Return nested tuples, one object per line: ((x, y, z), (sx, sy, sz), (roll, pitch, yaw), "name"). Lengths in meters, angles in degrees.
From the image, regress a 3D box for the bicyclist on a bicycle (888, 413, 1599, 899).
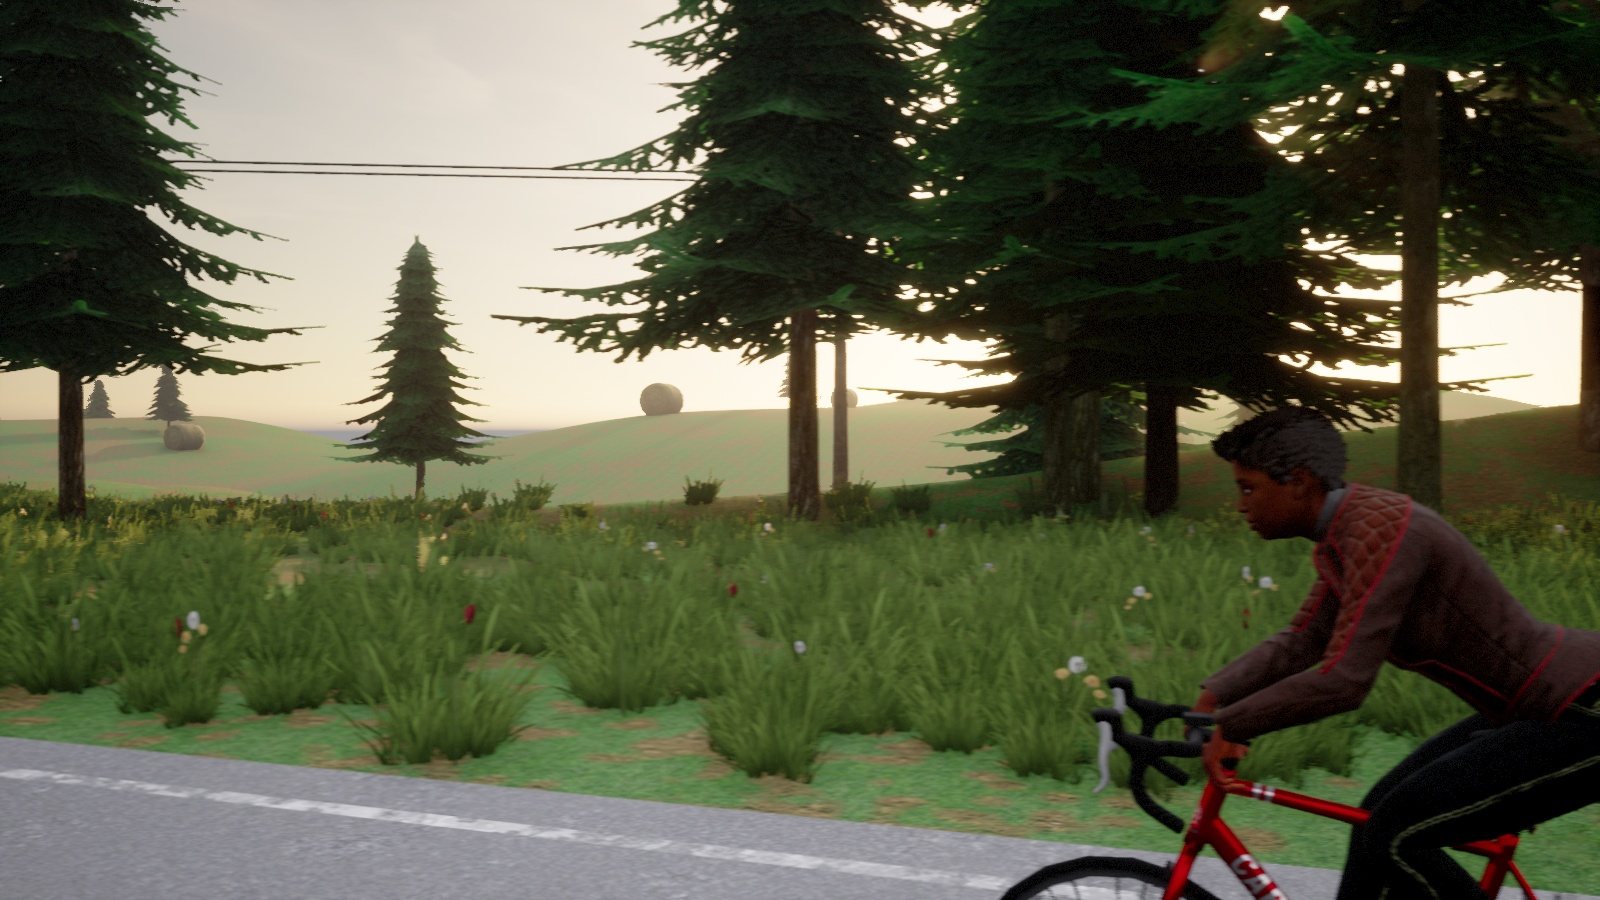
((1.054, 0.743, 2.521), (1.656, 1.620, 0.582), (0, 1, 19), "bicyclist on a bicycle")
